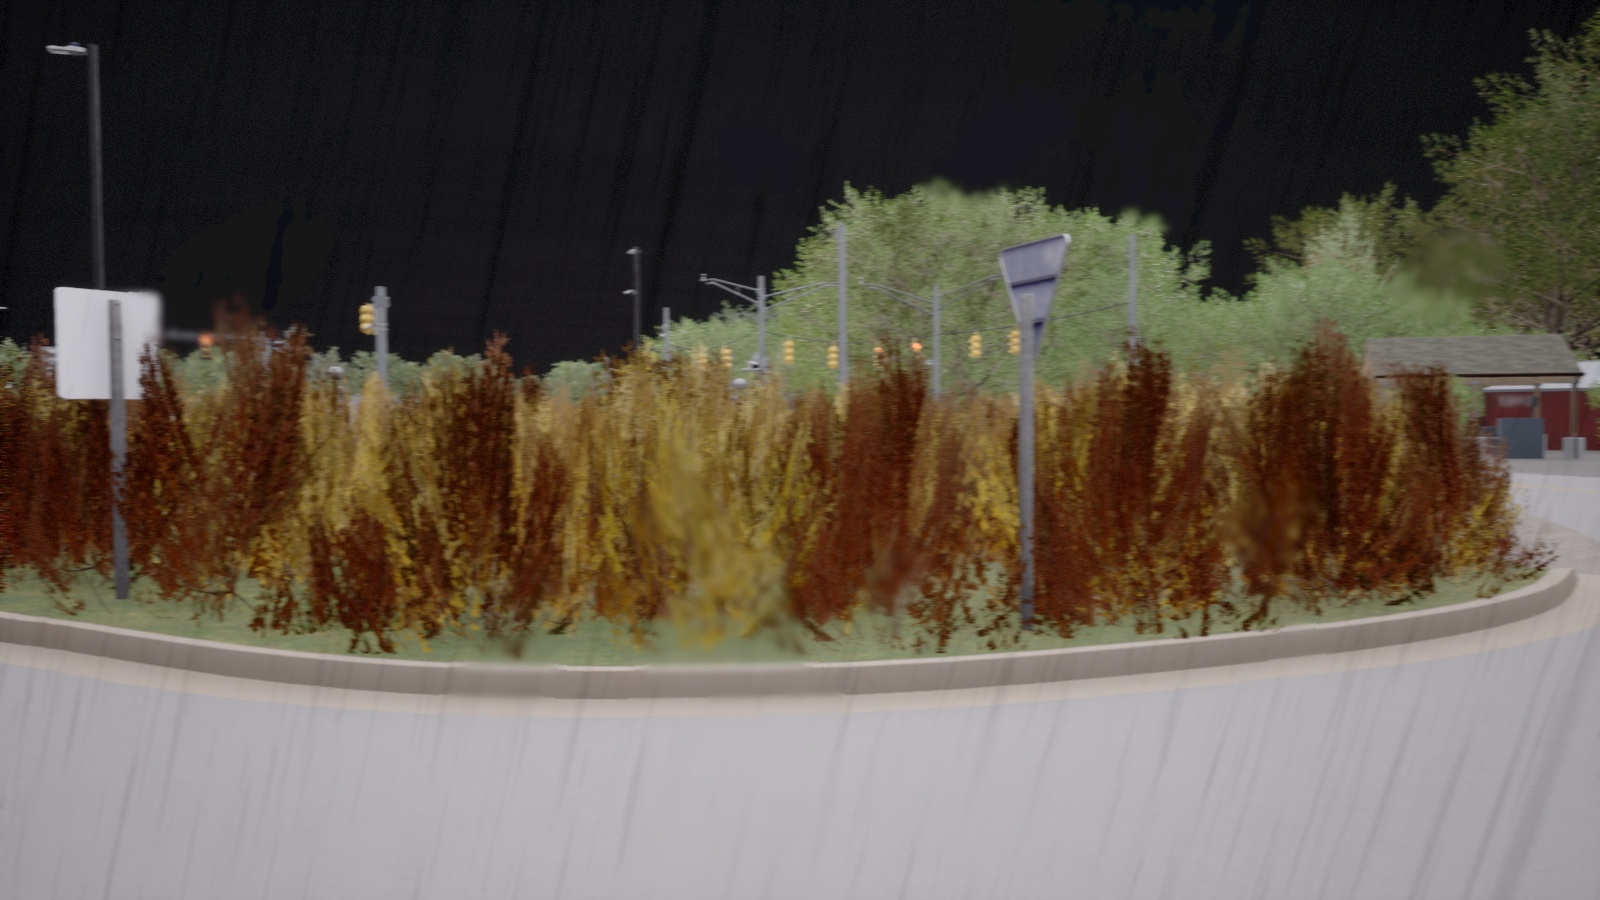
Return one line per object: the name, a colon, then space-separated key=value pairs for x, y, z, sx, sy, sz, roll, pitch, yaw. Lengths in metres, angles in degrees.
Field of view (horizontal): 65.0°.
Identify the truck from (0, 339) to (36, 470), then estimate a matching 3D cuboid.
truck: x=-24.579 y=-1.302 z=35.898 sx=2.891 sy=3.827 sz=8.468 roll=-1 pitch=0 yaw=-19
